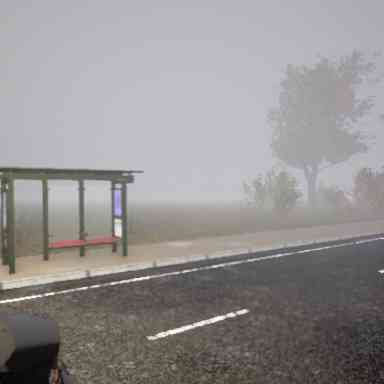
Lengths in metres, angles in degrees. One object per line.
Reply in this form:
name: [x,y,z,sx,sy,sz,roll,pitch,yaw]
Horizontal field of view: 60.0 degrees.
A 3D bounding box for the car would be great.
car: [-3.099,1.505,1.475,4.892,1.490,1.837,0,0,-36]
